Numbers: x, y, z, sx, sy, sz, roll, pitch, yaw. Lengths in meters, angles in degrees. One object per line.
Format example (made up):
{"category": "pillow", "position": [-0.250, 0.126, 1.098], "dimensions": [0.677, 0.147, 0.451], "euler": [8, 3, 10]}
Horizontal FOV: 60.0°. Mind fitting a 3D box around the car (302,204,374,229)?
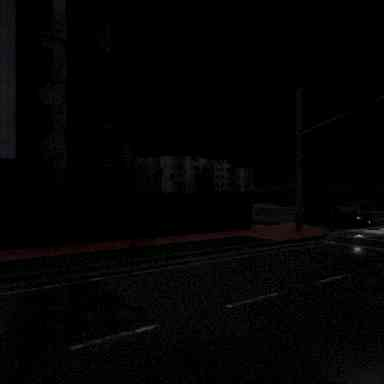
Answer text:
{"category": "car", "position": [9.422, 1.526, 21.837], "dimensions": [1.812, 1.442, 4.674], "euler": [0, 0, -30]}
